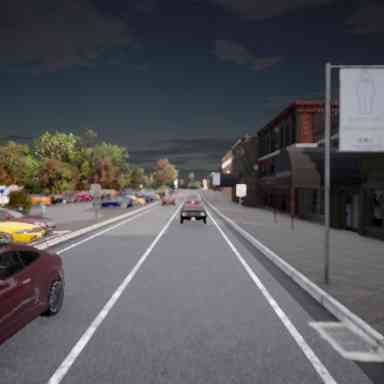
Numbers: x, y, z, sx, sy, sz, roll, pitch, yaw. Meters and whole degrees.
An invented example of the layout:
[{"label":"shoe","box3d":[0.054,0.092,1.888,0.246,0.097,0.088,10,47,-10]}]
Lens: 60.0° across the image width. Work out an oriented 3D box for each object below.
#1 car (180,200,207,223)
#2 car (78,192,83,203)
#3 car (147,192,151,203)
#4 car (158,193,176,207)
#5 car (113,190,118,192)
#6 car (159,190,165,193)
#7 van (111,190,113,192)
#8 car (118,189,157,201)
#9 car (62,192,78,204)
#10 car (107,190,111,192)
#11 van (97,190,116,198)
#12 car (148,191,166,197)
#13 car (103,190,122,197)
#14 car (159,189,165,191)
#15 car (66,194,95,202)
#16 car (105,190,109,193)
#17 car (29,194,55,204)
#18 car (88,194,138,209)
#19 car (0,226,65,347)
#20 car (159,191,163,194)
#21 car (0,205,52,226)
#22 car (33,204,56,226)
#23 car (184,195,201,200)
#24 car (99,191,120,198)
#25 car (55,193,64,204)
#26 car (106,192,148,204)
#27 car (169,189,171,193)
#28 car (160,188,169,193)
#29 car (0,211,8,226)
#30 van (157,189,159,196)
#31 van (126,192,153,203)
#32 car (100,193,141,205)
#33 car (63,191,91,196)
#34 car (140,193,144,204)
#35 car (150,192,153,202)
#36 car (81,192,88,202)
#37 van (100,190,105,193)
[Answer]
[{"label":"car","box3d":[0.097,1.519,24.601,1.895,1.301,4.718,0,0,0]},{"label":"car","box3d":[-21.850,1.183,56.893,4.792,1.488,2.163,0,0,0]},{"label":"car","box3d":[-9.331,1.180,51.335,5.008,1.535,2.097,0,0,0]},{"label":"car","box3d":[-3.322,1.249,48.015,1.882,1.535,5.008,0,0,0]},{"label":"car","box3d":[-21.724,0.770,82.449,4.892,1.521,2.231,0,1,0]},{"label":"car","box3d":[-9.194,0.957,73.959,5.008,1.535,2.097,0,1,0]},{"label":"van","box3d":[-21.853,0.606,79.620,4.442,1.987,1.878,0,1,0]},{"label":"car","box3d":[-9.274,0.904,56.984,5.566,2.045,2.435,0,0,0]},{"label":"car","box3d":[-21.904,1.167,54.195,4.892,1.521,2.231,0,0,0]},{"label":"car","box3d":[-21.723,0.771,76.675,4.553,1.767,2.185,0,1,0]},{"label":"van","box3d":[-21.815,0.481,85.269,4.442,1.987,1.878,0,1,0]},{"label":"car","box3d":[-9.145,0.520,88.082,4.553,1.767,2.185,0,1,0]},{"label":"car","box3d":[-21.697,0.460,90.790,4.553,1.767,2.185,0,1,0]},{"label":"car","box3d":[-9.214,0.769,76.782,4.553,1.767,2.185,0,1,0]},{"label":"car","box3d":[-21.822,1.113,65.376,5.008,1.535,2.097,0,0,0]},{"label":"car","box3d":[-21.803,0.986,73.982,4.792,1.488,2.163,0,1,0]},{"label":"car","box3d":[-21.919,1.077,45.723,4.553,1.767,2.185,0,0,0]},{"label":"car","box3d":[-9.434,1.260,40.031,4.792,1.488,2.163,0,0,0]},{"label":"car","box3d":[-3.350,1.510,4.734,1.812,1.442,4.674,0,0,0]},{"label":"car","box3d":[-9.214,1.059,71.135,4.674,1.452,2.002,0,1,0]},{"label":"car","box3d":[-9.117,1.488,14.054,5.366,1.575,1.946,0,0,0]},{"label":"car","box3d":[-9.308,1.524,16.697,4.674,1.452,2.002,-1,0,1]},{"label":"car","box3d":[0.098,1.174,41.458,2.097,1.767,4.553,0,0,0]},{"label":"car","box3d":[-21.688,0.647,87.970,5.008,1.535,2.097,0,1,0]},{"label":"car","box3d":[-21.928,1.191,48.423,5.008,1.535,2.097,0,0,0]},{"label":"car","box3d":[-9.539,1.189,48.510,5.366,1.575,1.946,0,0,0]},{"label":"car","box3d":[-9.266,0.518,93.735,5.366,1.575,1.946,0,1,0]},{"label":"car","box3d":[-9.177,0.519,82.429,5.566,2.045,2.435,0,1,0]},{"label":"car","box3d":[-9.341,1.528,11.272,4.792,1.488,2.163,0,0,0]},{"label":"van","box3d":[-9.368,0.889,65.341,4.442,1.987,1.878,0,1,0]},{"label":"van","box3d":[-9.402,0.917,59.811,4.442,1.987,1.878,0,0,0]},{"label":"car","box3d":[-9.390,1.257,42.858,4.674,1.452,2.002,0,0,0]},{"label":"car","box3d":[-21.817,0.877,62.539,5.566,2.045,2.435,0,0,0]},{"label":"car","box3d":[-9.373,1.245,45.683,4.674,1.452,2.002,0,0,0]},{"label":"car","box3d":[-9.325,1.167,54.160,5.008,1.535,2.097,0,0,0]},{"label":"car","box3d":[-21.833,1.171,59.717,4.792,1.488,2.163,0,0,0]},{"label":"van","box3d":[-21.671,0.793,71.150,4.442,1.987,1.878,0,1,0]}]
